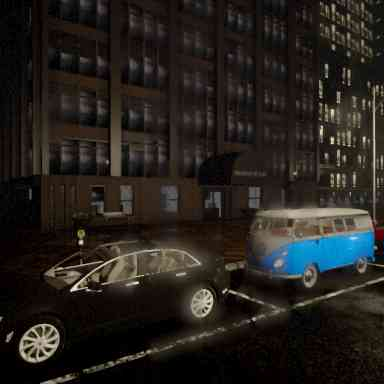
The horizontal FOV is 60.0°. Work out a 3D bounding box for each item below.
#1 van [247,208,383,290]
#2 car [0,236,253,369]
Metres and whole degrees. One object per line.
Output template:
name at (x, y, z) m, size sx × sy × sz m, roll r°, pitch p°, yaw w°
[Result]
van at (3.190, 1.341, 8.827) m, size 3.998 × 1.788 × 1.690 m, roll 0°, pitch 0°, yaw -35°
car at (-1.309, 1.551, 5.625) m, size 4.403 × 1.369 × 2.008 m, roll 0°, pitch 0°, yaw -35°
